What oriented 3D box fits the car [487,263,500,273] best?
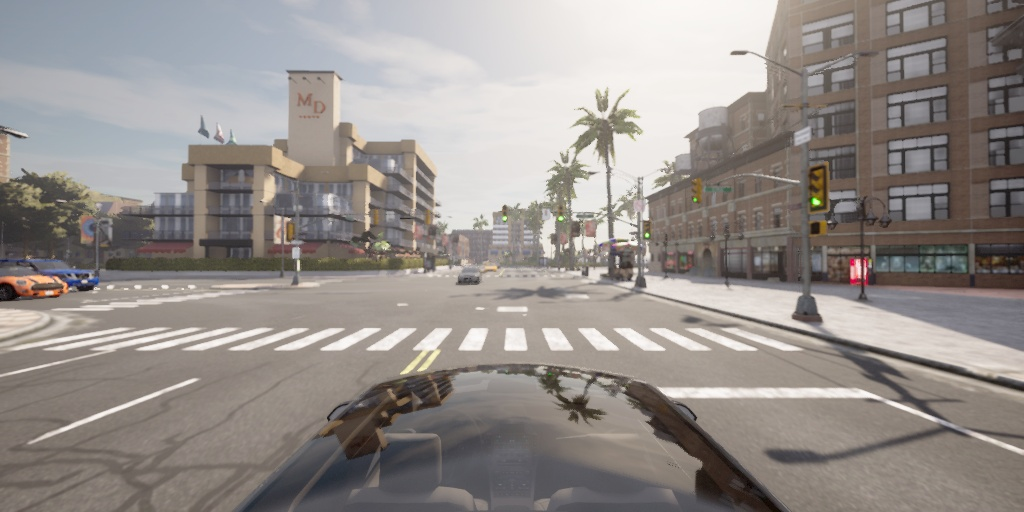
[{"bbox_3d":[-3.452,1.974,59.267,1.882,1.535,5.008,0,0,0],"label":"car"}]

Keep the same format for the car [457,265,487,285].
[{"bbox_3d":[-3.477,1.682,30.430,1.837,1.490,4.892,0,-1,0],"label":"car"}]

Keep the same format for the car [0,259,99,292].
[{"bbox_3d":[-28.735,1.214,21.775,5.566,2.045,2.150,0,-1,0],"label":"car"}]

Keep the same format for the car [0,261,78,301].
[{"bbox_3d":[-25.817,1.300,18.282,4.553,1.767,2.097,0,-1,0],"label":"car"}]
